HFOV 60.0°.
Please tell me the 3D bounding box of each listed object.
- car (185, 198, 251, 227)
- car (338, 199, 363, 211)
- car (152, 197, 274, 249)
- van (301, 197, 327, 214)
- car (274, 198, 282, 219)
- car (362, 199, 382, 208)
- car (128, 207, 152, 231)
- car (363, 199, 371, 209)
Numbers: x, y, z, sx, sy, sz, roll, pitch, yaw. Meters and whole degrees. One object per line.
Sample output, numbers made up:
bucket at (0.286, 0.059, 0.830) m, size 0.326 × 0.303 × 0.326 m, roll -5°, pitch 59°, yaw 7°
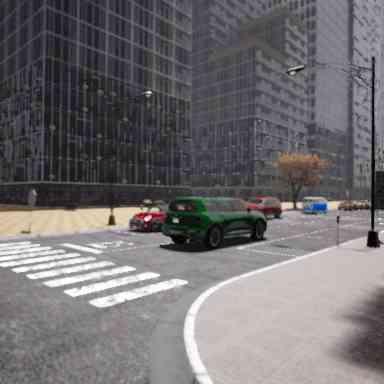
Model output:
car at (1.999, 1.361, 24.127) m, size 2.192 × 1.841 × 5.009 m, roll 1°, pitch 0°, yaw 43°
car at (21.117, 1.788, 44.901) m, size 1.802 × 1.307 × 4.206 m, roll 1°, pitch 0°, yaw 43°
car at (1.171, 1.224, 14.837) m, size 2.150 × 2.045 × 5.566 m, roll 0°, pitch 0°, yaw 43°
van at (13.471, 1.486, 36.591) m, size 1.690 × 1.788 × 3.998 m, roll 1°, pitch 0°, yaw 43°
car at (5.824, 1.395, 28.282) m, size 2.192 × 1.841 × 5.009 m, roll 1°, pitch 0°, yaw 43°
car at (28.764, 1.845, 53.210) m, size 1.802 × 1.307 × 4.206 m, roll 1°, pitch 0°, yaw 43°
car at (-1.826, 1.451, 19.973) m, size 1.967 × 1.590 × 4.097 m, roll 1°, pitch 0°, yaw 43°
car at (24.826, 1.760, 48.930) m, size 1.752 × 1.417 × 4.829 m, roll 1°, pitch 0°, yaw 43°
